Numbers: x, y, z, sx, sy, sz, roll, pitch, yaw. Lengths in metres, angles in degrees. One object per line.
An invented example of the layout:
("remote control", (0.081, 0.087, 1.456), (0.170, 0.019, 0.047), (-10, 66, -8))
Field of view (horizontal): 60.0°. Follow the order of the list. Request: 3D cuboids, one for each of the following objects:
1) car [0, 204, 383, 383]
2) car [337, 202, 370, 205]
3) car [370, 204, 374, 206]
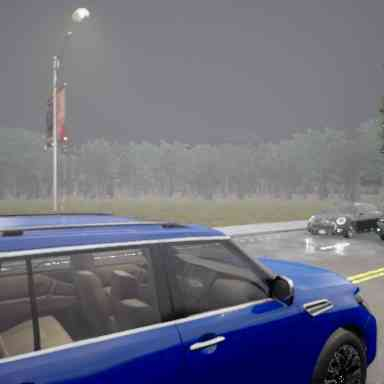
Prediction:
("car", (-0.584, 1.222, 3.022), (5.566, 2.045, 2.150), (0, 0, -36))
("car", (8.141, 1.359, 17.480), (4.553, 1.767, 2.097), (0, 0, -36))
("car", (10.835, 1.232, 15.409), (5.566, 2.045, 2.150), (0, 0, -36))
